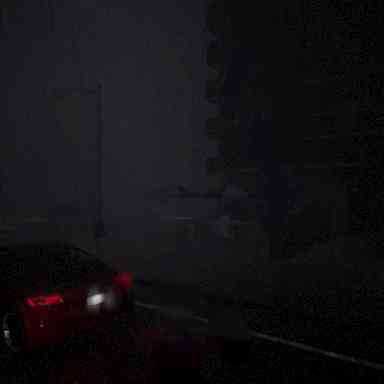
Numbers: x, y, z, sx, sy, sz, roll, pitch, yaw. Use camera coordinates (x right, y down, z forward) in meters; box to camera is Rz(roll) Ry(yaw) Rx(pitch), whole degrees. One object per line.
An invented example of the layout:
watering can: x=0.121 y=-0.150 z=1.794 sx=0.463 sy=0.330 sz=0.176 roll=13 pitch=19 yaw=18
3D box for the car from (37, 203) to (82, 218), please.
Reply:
car: x=-13.154 y=1.838 z=33.202 sx=1.994 sy=1.385 sz=4.181 roll=0 pitch=0 yaw=36

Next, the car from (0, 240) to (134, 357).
car: x=-3.064 y=1.606 z=6.181 sx=4.181 sy=1.385 sz=1.994 roll=-1 pitch=-1 yaw=36
